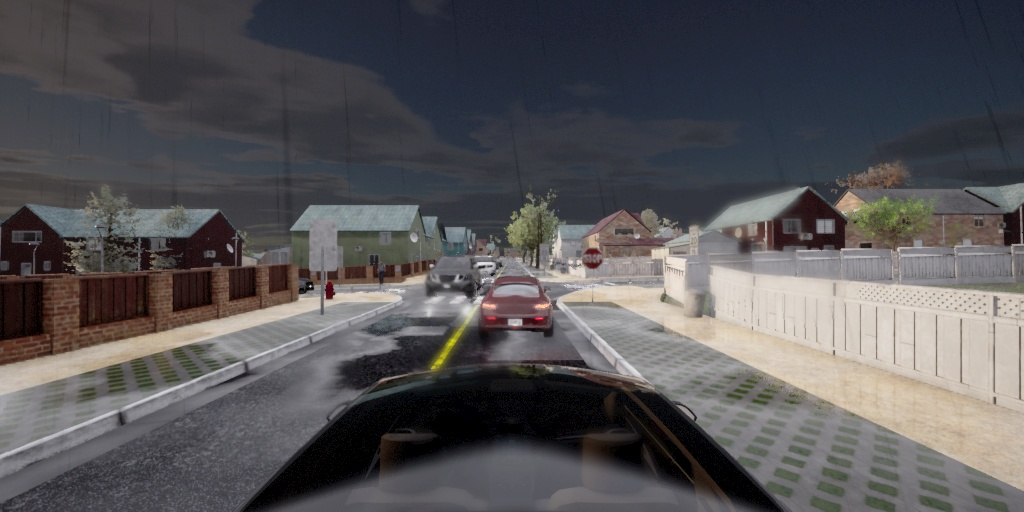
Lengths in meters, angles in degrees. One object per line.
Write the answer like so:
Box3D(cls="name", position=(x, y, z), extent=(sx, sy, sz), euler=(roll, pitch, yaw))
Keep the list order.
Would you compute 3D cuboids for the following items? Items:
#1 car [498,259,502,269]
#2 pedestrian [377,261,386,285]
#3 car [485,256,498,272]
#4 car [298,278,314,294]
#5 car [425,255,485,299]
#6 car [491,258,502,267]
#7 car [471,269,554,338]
Box3D(cls="car", position=(-2.812, 1.242, 51.281), extent=(2.128, 1.511, 4.902), euler=(0, 0, 0))
Box3D(cls="pedestrian", position=(-9.680, 1.212, 26.548), extent=(0.375, 1.860, 0.375), euler=(0, 0, 0))
Box3D(cls="car", position=(-2.829, 0.973, 36.347), extent=(2.150, 2.045, 5.566), euler=(0, 0, 0))
Box3D(cls="car", position=(-14.078, 1.576, 20.678), extent=(4.892, 1.490, 1.837), euler=(-2, -1, -1))
Box3D(cls="car", position=(-2.852, 0.974, 18.501), extent=(2.150, 2.045, 5.566), euler=(0, 0, 0))
Box3D(cls="car", position=(-2.764, 1.220, 65.293), extent=(1.882, 1.535, 5.008), euler=(0, 0, 1))
Box3D(cls="car", position=(0.138, 1.278, 10.123), extent=(1.812, 1.442, 4.674), euler=(0, 0, 2))
